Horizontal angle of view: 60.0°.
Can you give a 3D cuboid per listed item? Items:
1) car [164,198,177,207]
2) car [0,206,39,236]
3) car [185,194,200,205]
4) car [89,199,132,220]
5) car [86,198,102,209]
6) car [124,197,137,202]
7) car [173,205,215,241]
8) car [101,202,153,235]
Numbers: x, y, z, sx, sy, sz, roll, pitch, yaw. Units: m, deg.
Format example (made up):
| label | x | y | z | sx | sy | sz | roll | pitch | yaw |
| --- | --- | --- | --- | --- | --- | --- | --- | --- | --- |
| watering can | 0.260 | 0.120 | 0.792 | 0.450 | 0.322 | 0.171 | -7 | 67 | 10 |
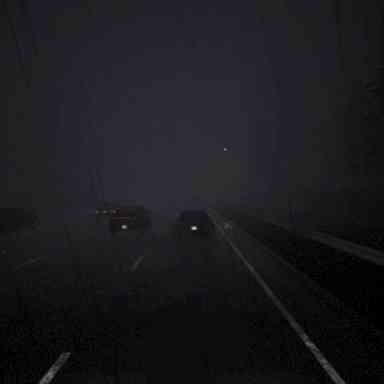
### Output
| label | x | y | z | sx | sy | sz | roll | pitch | yaw |
| --- | --- | --- | --- | --- | --- | --- | --- | --- | --- |
| car | -3.415 | 1.691 | 53.083 | 1.994 | 1.385 | 4.181 | 0 | 0 | 0 |
| car | -10.406 | 1.550 | 18.705 | 1.837 | 1.490 | 4.892 | 0 | 0 | 0 |
| car | 0.088 | 1.343 | 50.760 | 2.150 | 2.045 | 5.566 | 0 | 0 | 0 |
| car | -6.908 | 1.616 | 28.788 | 2.033 | 1.411 | 5.357 | 0 | 0 | 0 |
| car | -13.912 | 1.621 | 48.358 | 1.837 | 1.490 | 4.892 | 0 | 0 | 0 |
| car | -10.414 | 1.610 | 55.671 | 1.882 | 1.535 | 5.008 | 0 | 0 | 0 |
| car | 0.097 | 1.605 | 17.027 | 1.994 | 1.385 | 4.181 | 0 | 0 | 0 |
| car | -3.404 | 1.538 | 19.167 | 2.128 | 1.511 | 4.902 | 0 | 0 | 0 |
